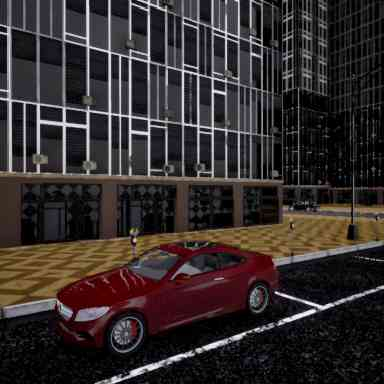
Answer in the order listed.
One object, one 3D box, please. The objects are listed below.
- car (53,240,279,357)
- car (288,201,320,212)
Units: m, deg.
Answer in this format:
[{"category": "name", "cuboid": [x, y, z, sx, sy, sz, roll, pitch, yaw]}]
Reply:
[{"category": "car", "cuboid": [-0.209, 1.582, 5.951, 4.206, 1.307, 1.802, 0, 0, -35]}, {"category": "car", "cuboid": [15.182, 1.899, 45.290, 2.008, 1.369, 4.403, -1, 0, -36]}]
